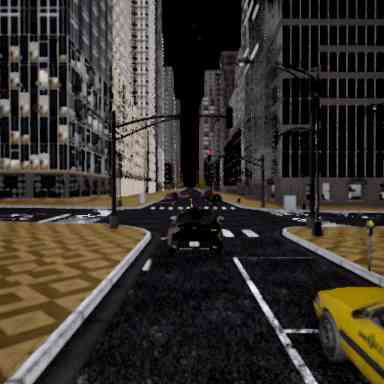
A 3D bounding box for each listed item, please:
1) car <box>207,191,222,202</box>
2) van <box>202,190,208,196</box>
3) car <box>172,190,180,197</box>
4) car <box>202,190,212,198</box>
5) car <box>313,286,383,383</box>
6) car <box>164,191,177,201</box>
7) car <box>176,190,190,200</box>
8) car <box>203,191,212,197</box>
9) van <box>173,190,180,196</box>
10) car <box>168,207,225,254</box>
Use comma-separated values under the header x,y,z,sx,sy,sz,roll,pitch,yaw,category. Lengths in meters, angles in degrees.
x,y,z,sx,sy,sz,roll,pitch,yaw,category
3.881,0.954,53.867,1.947,1.339,4.313,0,1,0,car
3.624,0.249,92.553,1.690,1.788,3.998,0,1,0,van
-4.226,0.419,86.985,1.967,1.590,4.097,0,1,0,car
3.713,0.433,75.971,2.192,1.841,5.009,0,1,0,car
2.565,1.490,2.936,1.752,1.417,4.829,0,1,0,car
-4.078,0.905,59.350,1.802,1.307,4.206,0,1,0,car
-1.563,0.615,64.334,2.097,1.767,4.553,0,1,0,car
3.683,0.488,81.500,1.967,1.590,4.097,0,1,0,car
-4.256,0.250,92.511,1.690,1.788,3.998,0,1,0,van
0.183,1.355,12.819,1.837,1.490,4.892,0,1,3,car
